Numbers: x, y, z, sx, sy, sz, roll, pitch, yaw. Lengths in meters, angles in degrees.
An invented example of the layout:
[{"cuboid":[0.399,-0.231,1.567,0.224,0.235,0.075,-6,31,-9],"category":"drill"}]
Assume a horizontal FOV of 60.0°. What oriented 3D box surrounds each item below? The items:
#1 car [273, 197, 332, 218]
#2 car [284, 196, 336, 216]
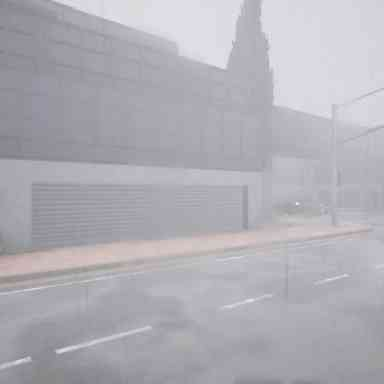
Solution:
[{"cuboid":[9.703,1.491,30.360,2.128,1.511,4.902,0,0,-37],"category":"car"},{"cuboid":[11.793,1.352,33.417,2.097,1.767,4.553,0,0,-37],"category":"car"}]
